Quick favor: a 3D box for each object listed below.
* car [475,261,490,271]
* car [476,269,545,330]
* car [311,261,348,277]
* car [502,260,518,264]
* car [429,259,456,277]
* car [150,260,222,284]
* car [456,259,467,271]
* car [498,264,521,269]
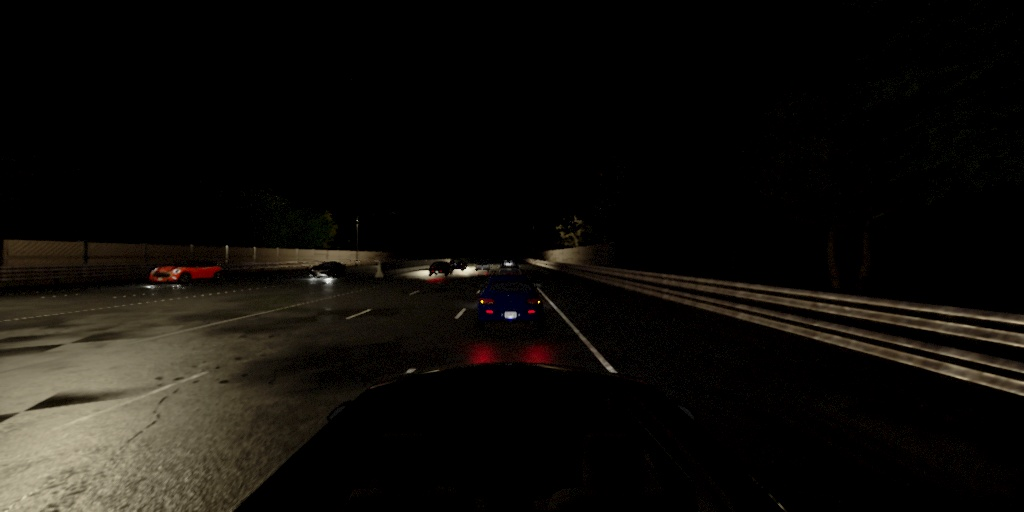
[{"bbox_3d":[-4.013,1.406,50.156,1.895,1.301,4.718,0,0,-1],"label":"car"},{"bbox_3d":[-0.048,1.285,11.100,1.812,1.442,4.674,0,0,0],"label":"car"},{"bbox_3d":[-17.962,1.314,35.511,1.812,1.442,4.674,0,0,-1],"label":"car"},{"bbox_3d":[-0.207,1.275,31.863,2.128,1.511,4.902,0,0,-1],"label":"car"},{"bbox_3d":[-7.291,1.295,36.957,1.837,1.490,4.892,0,0,-1],"label":"car"},{"bbox_3d":[-24.801,1.100,27.506,2.097,1.767,4.553,2,-1,-1],"label":"car"},{"bbox_3d":[-7.504,1.158,49.610,2.097,1.767,4.553,0,0,-1],"label":"car"},{"bbox_3d":[-0.154,1.372,21.736,1.895,1.301,4.718,0,0,-1],"label":"car"}]
